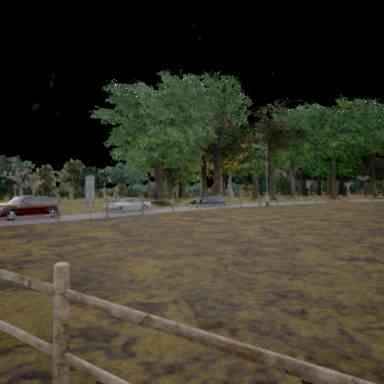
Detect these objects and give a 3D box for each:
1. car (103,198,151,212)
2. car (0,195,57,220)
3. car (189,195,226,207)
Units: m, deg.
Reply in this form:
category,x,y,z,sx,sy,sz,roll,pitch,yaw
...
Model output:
category,x,y,z,sx,sy,sz,roll,pitch,yaw
car,-6.289,1.244,32.305,1.895,1.301,4.718,-1,0,38
car,-12.202,1.043,24.166,2.097,1.767,4.553,-1,0,35
car,2.048,1.117,41.983,2.033,1.411,5.357,-1,0,45
